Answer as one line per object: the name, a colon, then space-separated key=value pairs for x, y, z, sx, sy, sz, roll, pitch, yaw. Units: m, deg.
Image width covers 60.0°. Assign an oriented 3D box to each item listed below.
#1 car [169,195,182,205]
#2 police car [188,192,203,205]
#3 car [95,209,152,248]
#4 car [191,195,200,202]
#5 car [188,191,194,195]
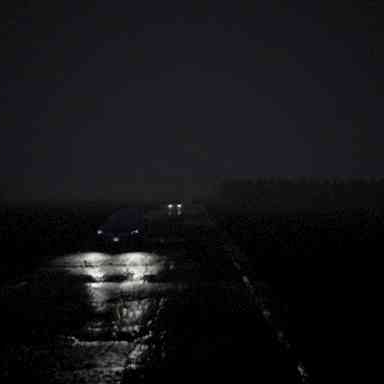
car: x=-2.824 y=1.383 z=57.033 sx=1.837 sy=1.490 sz=4.892 roll=0 pitch=1 yaw=1
police car: x=0.804 y=1.309 z=55.654 sx=1.930 sy=1.638 sz=5.238 roll=0 pitch=0 yaw=0
car: x=-2.855 y=1.510 z=14.809 sx=1.812 sy=1.442 sz=4.674 roll=0 pitch=0 yaw=0
car: x=0.797 y=1.348 z=71.543 sx=1.812 sy=1.442 sz=4.674 roll=0 pitch=0 yaw=0
car: x=-0.033 y=1.190 z=88.777 sx=1.895 sy=1.301 sz=4.718 roll=0 pitch=0 yaw=0
